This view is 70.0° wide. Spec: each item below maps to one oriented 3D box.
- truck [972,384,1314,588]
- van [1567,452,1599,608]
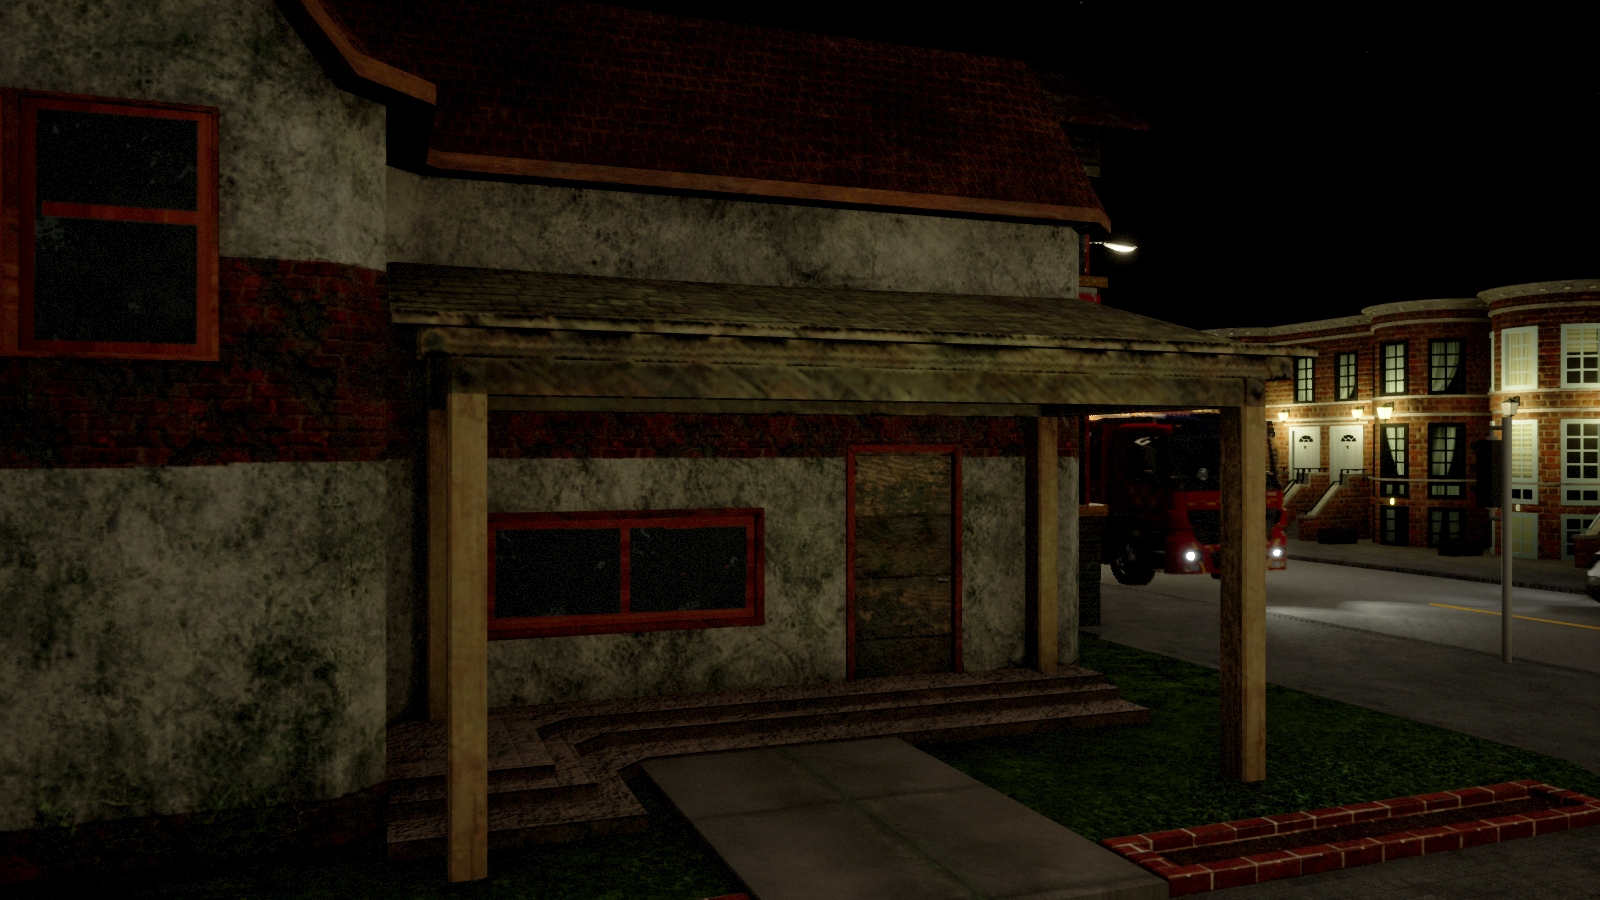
[{"bbox_3d":[7.265,0.671,25.900,2.891,3.827,8.468,0,0,-20],"label":"truck"},{"bbox_3d":[14.897,1.315,16.852,1.988,2.561,5.915,0,0,-20],"label":"van"}]
